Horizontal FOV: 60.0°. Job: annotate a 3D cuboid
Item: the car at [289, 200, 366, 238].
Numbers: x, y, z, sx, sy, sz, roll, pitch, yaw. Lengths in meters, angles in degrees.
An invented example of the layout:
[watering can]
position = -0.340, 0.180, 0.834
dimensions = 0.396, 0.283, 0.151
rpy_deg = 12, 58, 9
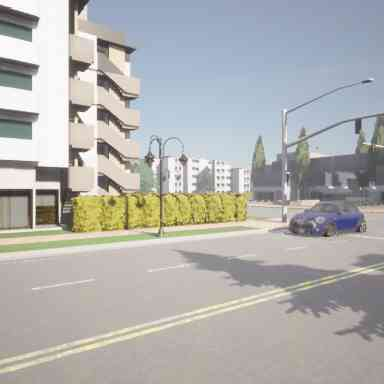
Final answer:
[car]
position = 7.263, 1.352, 17.781
dimensions = 4.553, 1.767, 2.097
rpy_deg = 0, 0, -36
